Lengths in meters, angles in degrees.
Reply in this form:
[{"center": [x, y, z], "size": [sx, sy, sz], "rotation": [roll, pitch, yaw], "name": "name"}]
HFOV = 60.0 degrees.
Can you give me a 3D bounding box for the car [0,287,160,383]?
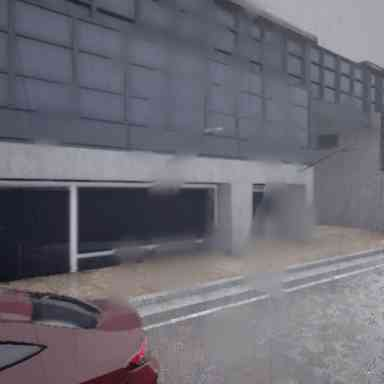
[{"center": [-2.452, 1.526, 2.242], "size": [4.674, 1.442, 1.812], "rotation": [0, 0, -35], "name": "car"}]
